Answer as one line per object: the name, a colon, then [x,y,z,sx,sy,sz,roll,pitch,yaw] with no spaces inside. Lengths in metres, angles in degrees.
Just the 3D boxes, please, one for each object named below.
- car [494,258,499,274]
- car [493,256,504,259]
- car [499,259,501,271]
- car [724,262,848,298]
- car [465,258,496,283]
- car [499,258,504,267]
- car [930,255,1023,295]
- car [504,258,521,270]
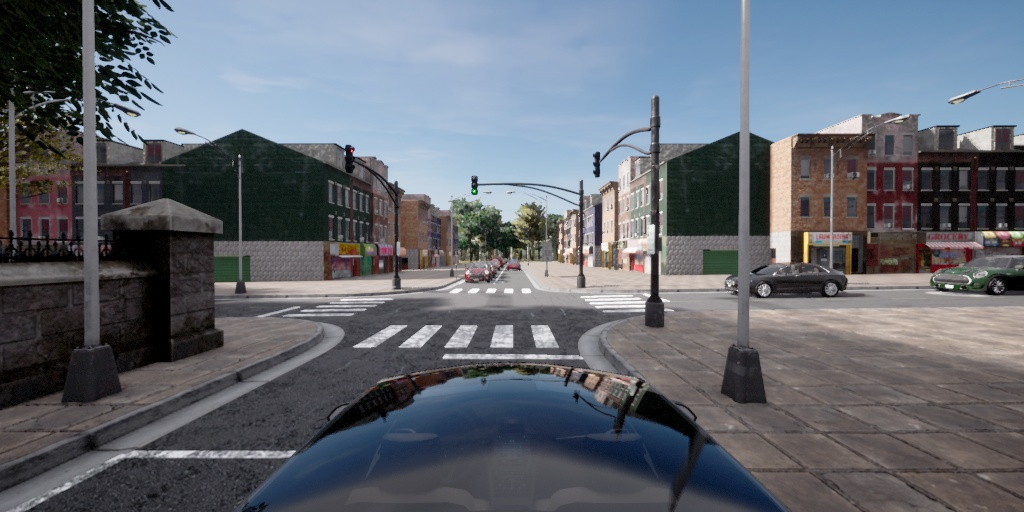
car: [-2.536,1.217,33.525,1.967,1.591,4.097,0,0,0]
car: [-2.831,1.284,60.900,1.801,1.575,5.366,0,0,0]
car: [-2.518,1.351,38.959,1.948,1.339,4.313,0,0,0]
car: [12.323,1.052,16.309,4.892,1.490,1.837,-1,1,0]
car: [-2.554,1.210,28.090,1.967,1.591,4.097,0,0,0]
car: [-2.481,1.350,49.828,1.888,1.381,4.507,0,0,0]
car: [22.101,0.769,16.273,4.553,1.767,2.097,-1,1,0]
car: [0.271,1.377,54.046,1.994,1.385,4.181,0,0,0]
